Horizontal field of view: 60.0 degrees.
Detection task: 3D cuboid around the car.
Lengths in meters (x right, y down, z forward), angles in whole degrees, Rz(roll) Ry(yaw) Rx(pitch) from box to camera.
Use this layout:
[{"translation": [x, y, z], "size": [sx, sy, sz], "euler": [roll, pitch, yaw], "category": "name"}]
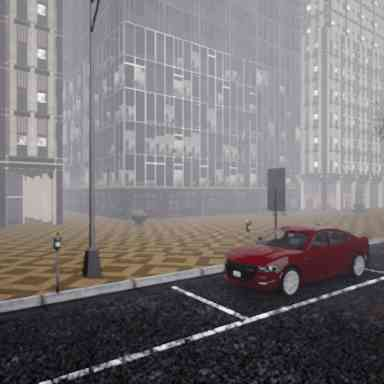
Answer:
[{"translation": [2.808, 1.542, 8.575], "size": [4.507, 1.381, 1.887], "euler": [0, 0, -36], "category": "car"}]
